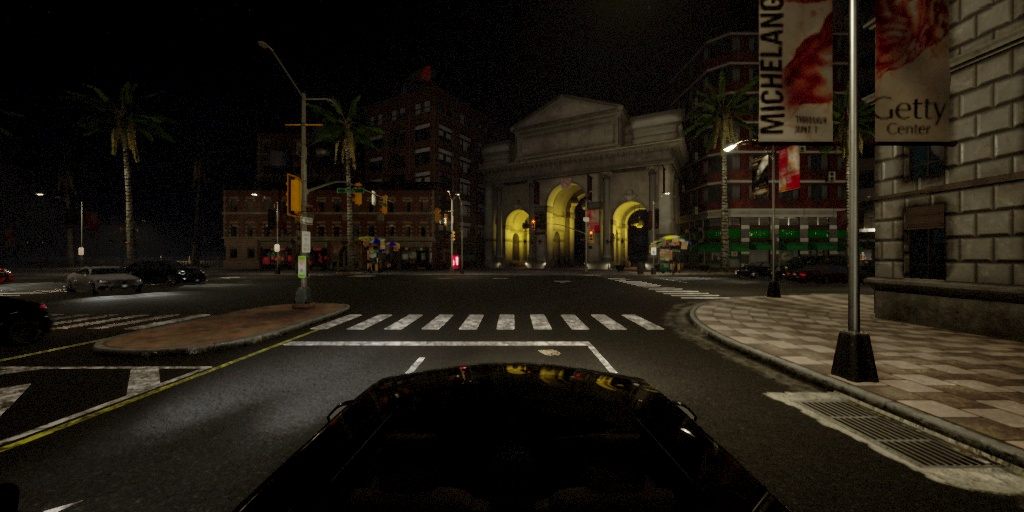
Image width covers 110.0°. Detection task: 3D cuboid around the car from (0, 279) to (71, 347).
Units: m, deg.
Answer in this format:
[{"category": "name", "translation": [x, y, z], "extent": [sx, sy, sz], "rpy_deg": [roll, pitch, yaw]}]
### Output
[{"category": "car", "translation": [-11.630, 1.314, 6.500], "extent": [1.994, 1.385, 4.181], "rpy_deg": [0, 0, 0]}]

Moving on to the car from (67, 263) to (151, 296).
[{"category": "car", "translation": [-22.073, 1.275, 19.415], "extent": [4.674, 1.442, 1.812], "rpy_deg": [0, -1, 24]}]

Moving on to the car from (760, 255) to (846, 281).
[{"category": "car", "translation": [23.281, 0.971, 28.255], "extent": [5.566, 2.045, 2.150], "rpy_deg": [0, 0, 0]}]

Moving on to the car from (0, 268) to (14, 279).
[{"category": "car", "translation": [-37.998, 1.102, 24.940], "extent": [4.553, 1.767, 2.097], "rpy_deg": [0, 0, 0]}]

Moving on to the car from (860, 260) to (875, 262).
[{"category": "car", "translation": [31.281, 1.102, 31.588], "extent": [4.553, 1.767, 2.097], "rpy_deg": [0, 0, 2]}]

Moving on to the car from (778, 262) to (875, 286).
[{"category": "car", "translation": [21.864, 1.297, 24.574], "extent": [5.357, 1.411, 2.033], "rpy_deg": [0, 0, 0]}]

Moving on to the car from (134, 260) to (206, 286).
[{"category": "car", "translation": [-24.044, 1.101, 24.855], "extent": [4.553, 1.767, 2.097], "rpy_deg": [0, 0, 0]}]

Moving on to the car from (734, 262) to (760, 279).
[{"category": "car", "translation": [22.305, 1.242, 31.751], "extent": [4.902, 1.511, 2.128], "rpy_deg": [0, 0, 0]}]
